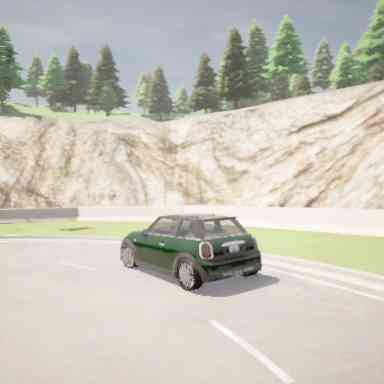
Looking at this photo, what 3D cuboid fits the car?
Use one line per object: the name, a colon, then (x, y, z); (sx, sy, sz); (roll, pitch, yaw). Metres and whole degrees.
car: (-0.280, 1.362, 9.403); (2.097, 1.767, 4.553); (-2, 0, -36)
